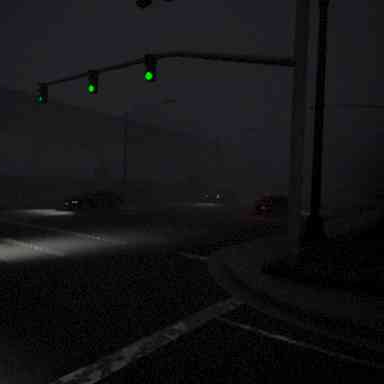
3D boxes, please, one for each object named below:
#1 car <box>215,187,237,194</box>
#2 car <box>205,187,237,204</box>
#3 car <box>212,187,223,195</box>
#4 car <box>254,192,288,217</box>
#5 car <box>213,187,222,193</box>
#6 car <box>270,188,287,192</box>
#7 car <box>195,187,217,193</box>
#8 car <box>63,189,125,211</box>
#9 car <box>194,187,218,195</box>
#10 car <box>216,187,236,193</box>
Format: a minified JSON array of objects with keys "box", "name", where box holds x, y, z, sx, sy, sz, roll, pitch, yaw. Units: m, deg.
[{"box":[8.507,-0.311,82.726,4.974,1.542,2.038,1,2,-25],"name":"car"},{"box":[3.486,0.449,39.503,2.097,1.767,4.553,3,2,37],"name":"car"},{"box":[5.925,-0.284,77.955,2.038,1.542,4.974,2,1,0],"name":"car"},{"box":[6.669,1.013,26.094,1.882,1.535,5.008,3,1,37],"name":"car"},{"box":[5.930,-0.443,78.003,1.853,1.218,4.536,2,1,0],"name":"car"},{"box":[13.676,0.280,52.962,2.097,1.767,4.553,3,2,37],"name":"car"},{"box":[3.129,-0.447,74.245,4.536,1.218,1.853,2,1,-10],"name":"car"},{"box":[-7.302,0.581,25.098,1.837,1.490,4.892,3,2,37],"name":"car"},{"box":[3.174,-0.288,74.258,4.974,1.542,2.038,2,1,-10],"name":"car"},{"box":[8.465,-0.469,82.700,4.536,1.218,1.853,1,2,-25],"name":"car"}]
